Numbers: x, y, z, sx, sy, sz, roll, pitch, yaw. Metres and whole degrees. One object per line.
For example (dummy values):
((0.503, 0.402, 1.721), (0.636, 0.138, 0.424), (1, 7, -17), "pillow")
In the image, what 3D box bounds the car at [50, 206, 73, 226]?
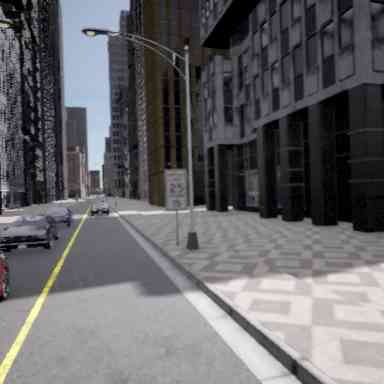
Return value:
((-10.203, 1.829, 25.568), (1.812, 1.442, 4.674), (-2, 0, -16), "car")

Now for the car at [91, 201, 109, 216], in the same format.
((-10.130, 1.891, 36.721), (1.895, 1.301, 4.718), (-2, 0, -15), "car")

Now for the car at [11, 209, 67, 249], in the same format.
((-7.339, 1.767, 15.545), (2.033, 1.411, 5.357), (-2, 0, -16), "car")

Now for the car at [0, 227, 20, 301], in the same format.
((-4.562, 1.667, 5.834), (1.812, 1.442, 4.674), (-2, 0, -18), "car")

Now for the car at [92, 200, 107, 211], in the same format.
((-13.444, 1.954, 48.191), (1.994, 1.385, 4.181), (-2, 0, -16), "car")
